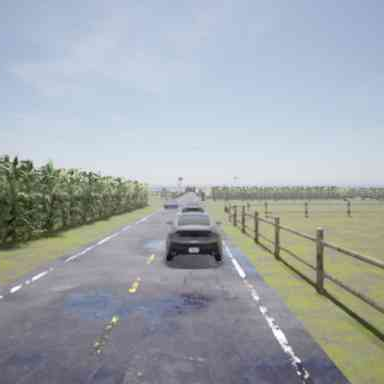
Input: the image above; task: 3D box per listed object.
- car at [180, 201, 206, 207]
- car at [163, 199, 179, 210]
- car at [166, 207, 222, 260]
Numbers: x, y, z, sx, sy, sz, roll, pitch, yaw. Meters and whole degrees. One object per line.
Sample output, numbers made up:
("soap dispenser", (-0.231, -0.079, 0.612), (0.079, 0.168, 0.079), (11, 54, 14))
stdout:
("car", (0.088, 1.550, 28.085), (1.837, 1.490, 4.892), (0, 0, 0))
("car", (-2.812, 1.611, 45.500), (2.033, 1.411, 5.357), (0, 0, 0))
("car", (0.075, 1.527, 12.519), (1.837, 1.490, 4.892), (0, 0, 0))
